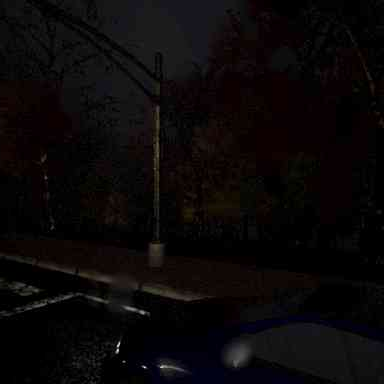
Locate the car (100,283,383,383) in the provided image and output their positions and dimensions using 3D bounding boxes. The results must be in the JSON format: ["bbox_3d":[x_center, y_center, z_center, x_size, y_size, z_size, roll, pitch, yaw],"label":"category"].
[{"bbox_3d":[1.135,1.564,2.873,4.181,1.385,1.994,0,0,35],"label":"car"}]
